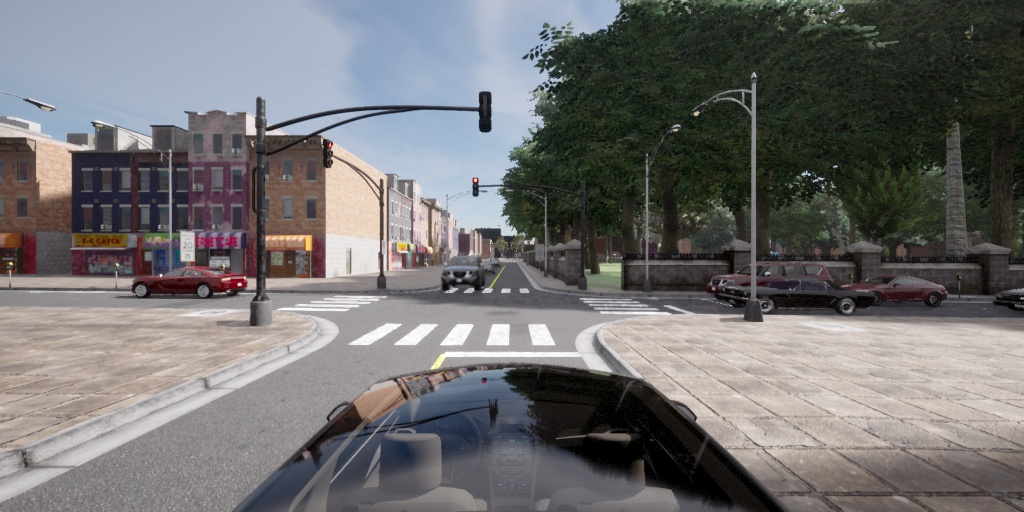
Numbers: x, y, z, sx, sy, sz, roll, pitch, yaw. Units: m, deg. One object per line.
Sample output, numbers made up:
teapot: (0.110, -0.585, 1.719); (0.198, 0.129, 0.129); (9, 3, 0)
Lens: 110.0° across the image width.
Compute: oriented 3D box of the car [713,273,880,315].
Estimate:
car: (10.765, 1.487, 13.861); (4.718, 1.301, 1.895); (1, 0, 2)

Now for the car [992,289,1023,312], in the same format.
car: (22.209, 1.567, 13.773); (5.357, 1.411, 2.033); (1, 0, 0)

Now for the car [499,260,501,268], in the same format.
car: (-2.792, 1.234, 59.083); (1.837, 1.490, 4.892); (0, 0, 0)

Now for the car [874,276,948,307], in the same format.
car: (17.159, 1.538, 16.331); (4.207, 1.307, 1.802); (0, 0, 0)

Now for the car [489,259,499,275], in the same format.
car: (-2.849, 1.314, 39.172); (1.994, 1.385, 4.181); (0, 0, 0)

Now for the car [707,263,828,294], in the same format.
car: (11.711, 1.207, 16.349); (5.009, 1.841, 2.192); (0, 0, 0)

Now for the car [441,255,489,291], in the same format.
car: (-2.853, 0.976, 22.144); (2.150, 2.045, 5.566); (0, 0, 0)

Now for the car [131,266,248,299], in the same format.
car: (-14.717, 1.153, 16.439); (4.507, 1.381, 1.888); (0, 0, 0)
